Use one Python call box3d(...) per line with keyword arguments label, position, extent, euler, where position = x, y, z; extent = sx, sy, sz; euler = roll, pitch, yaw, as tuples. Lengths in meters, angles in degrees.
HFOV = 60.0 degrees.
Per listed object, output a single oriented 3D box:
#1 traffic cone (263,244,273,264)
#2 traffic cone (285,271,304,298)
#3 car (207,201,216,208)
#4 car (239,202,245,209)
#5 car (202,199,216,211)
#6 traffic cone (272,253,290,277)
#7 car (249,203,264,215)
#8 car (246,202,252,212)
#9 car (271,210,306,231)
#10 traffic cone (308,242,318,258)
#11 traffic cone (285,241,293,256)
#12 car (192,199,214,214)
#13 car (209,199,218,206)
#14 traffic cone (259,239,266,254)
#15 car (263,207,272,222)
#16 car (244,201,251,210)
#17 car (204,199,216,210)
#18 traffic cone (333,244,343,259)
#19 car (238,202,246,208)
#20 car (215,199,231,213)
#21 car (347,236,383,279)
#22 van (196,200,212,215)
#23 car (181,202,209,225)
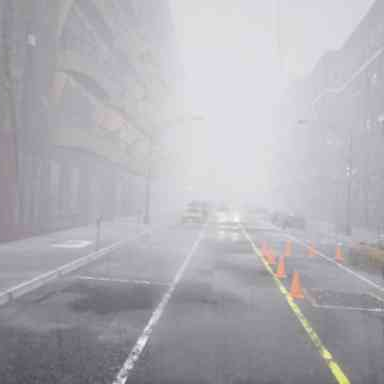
box3d(label="traffic cone", position=(2.839, 2.247, 11.932), extent=(0.340, 0.580, 0.340), euler=(3, -1, 5))
box3d(label="traffic cone", position=(2.479, 2.179, 7.949), extent=(0.340, 0.580, 0.340), euler=(3, -1, 5))
box3d(label="car", position=(4.629, 2.877, 77.331), extent=(1.947, 1.339, 4.313), euler=(4, -1, 5))
box3d(label="car", position=(11.949, 2.900, 71.054), extent=(2.192, 1.841, 5.009), euler=(4, -1, 5))
box3d(label="car", position=(3.156, 2.296, 60.812), extent=(2.192, 1.841, 5.009), euler=(4, -1, 5))
box3d(label="traffic cone", position=(2.659, 2.213, 9.941), extent=(0.340, 0.580, 0.340), euler=(3, -1, 5))
box3d(label="car", position=(9.976, 2.699, 49.019), extent=(1.887, 1.381, 4.507), euler=(4, -1, 5))
box3d(label="car", position=(10.474, 2.805, 54.525), extent=(1.887, 1.381, 4.507), euler=(4, -1, 5))
box3d(label="car", position=(7.985, 2.294, 26.988), extent=(1.887, 1.381, 4.507), euler=(4, -1, 5))
box3d(label="traffic cone", position=(5.008, 2.380, 13.742), extent=(0.340, 0.580, 0.340), euler=(3, -1, 5))
box3d(label="traffic cone", position=(4.014, 2.331, 13.833), extent=(0.340, 0.580, 0.340), euler=(3, -1, 5))
box3d(label="car", position=(0.668, 1.776, 33.278), extent=(2.192, 1.841, 5.009), euler=(4, -1, 5))
box3d(label="car", position=(6.138, 2.973, 93.853), extent=(2.192, 1.841, 5.009), euler=(4, -1, 5))
box3d(label="traffic cone", position=(3.019, 2.281, 13.924), extent=(0.340, 0.580, 0.340), euler=(3, -1, 5))
box3d(label="car", position=(8.482, 2.398, 32.497), extent=(2.008, 1.369, 4.403), euler=(4, -1, 5))
box3d(label="car", position=(10.987, 2.809, 60.034), extent=(1.967, 1.590, 4.097), euler=(4, -1, 5))
box3d(label="car", position=(3.653, 2.405, 66.319), extent=(2.192, 1.841, 5.009), euler=(4, -1, 5))
box3d(label="traffic cone", position=(6.002, 2.429, 13.652), extent=(0.340, 0.580, 0.340), euler=(3, -1, 5))
box3d(label="car", position=(13.918, 3.625, 93.082), extent=(1.802, 1.307, 4.206), euler=(4, -1, 5))
box3d(label="car", position=(4.823, 2.273, 51.077), extent=(2.097, 1.767, 4.553), euler=(3, -1, 5))
box3d(label="car", position=(6.507, 1.986, 10.638), extent=(1.752, 1.417, 4.829), euler=(4, -1, 5))
box3d(label="van", position=(1.662, 2.004, 44.289), extent=(1.690, 1.788, 3.998), euler=(4, -1, 5))
box3d(label="car", position=(0.139, 1.884, 27.598), extent=(1.752, 1.417, 4.829), euler=(4, -1, 5))
